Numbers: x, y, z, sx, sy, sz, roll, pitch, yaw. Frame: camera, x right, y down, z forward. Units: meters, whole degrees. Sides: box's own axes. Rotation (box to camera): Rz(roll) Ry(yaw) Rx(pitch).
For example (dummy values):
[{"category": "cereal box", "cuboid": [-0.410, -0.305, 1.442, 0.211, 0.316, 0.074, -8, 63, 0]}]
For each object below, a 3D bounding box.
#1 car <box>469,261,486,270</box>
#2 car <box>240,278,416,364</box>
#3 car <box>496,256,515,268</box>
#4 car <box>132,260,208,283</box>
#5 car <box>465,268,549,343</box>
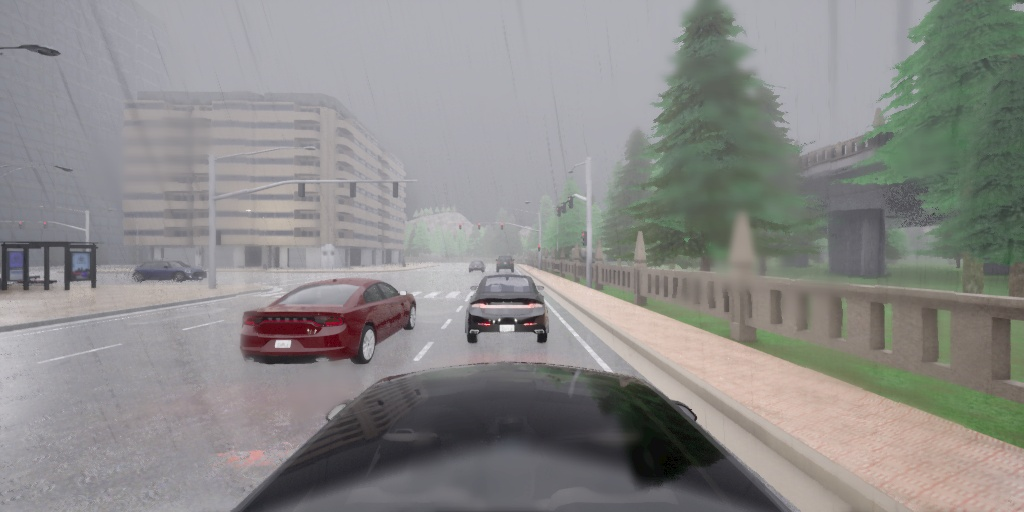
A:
[{"category": "car", "cuboid": [-4.370, 1.298, 44.976, 2.033, 1.411, 5.357, 0, 0, -1]}, {"category": "car", "cuboid": [-3.596, 1.228, 8.095, 1.882, 1.535, 5.008, 0, 0, 0]}, {"category": "car", "cuboid": [-0.866, 0.971, 45.239, 2.150, 2.045, 5.566, 0, 0, -1]}, {"category": "car", "cuboid": [-27.001, 1.158, 28.471, 4.553, 1.767, 2.097, 0, 0, -2]}, {"category": "car", "cuboid": [-0.128, 1.242, 9.656, 2.128, 1.511, 4.902, 0, 0, -1]}]
